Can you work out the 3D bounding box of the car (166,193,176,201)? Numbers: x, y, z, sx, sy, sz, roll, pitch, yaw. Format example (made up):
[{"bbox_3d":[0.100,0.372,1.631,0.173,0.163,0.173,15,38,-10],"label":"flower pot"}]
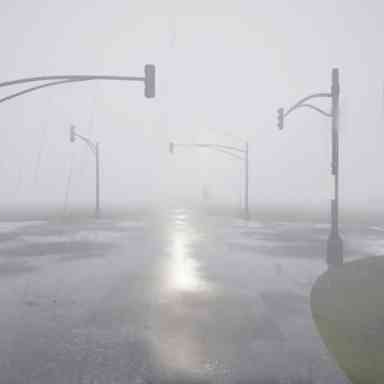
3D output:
[{"bbox_3d":[-4.633,1.013,73.958,2.097,1.767,4.553,0,0,-3],"label":"car"}]

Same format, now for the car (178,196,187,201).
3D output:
[{"bbox_3d":[-2.251,1.559,79.939,1.895,1.301,4.718,0,0,-4],"label":"car"}]

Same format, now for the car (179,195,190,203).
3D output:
[{"bbox_3d":[-1.645,1.384,69.865,2.097,1.767,4.553,0,0,-3],"label":"car"}]
